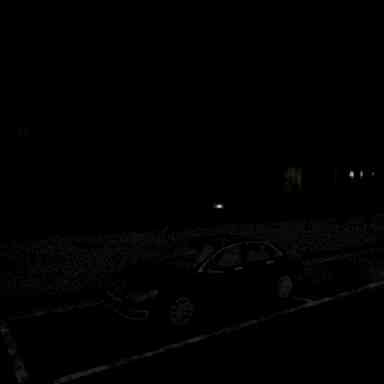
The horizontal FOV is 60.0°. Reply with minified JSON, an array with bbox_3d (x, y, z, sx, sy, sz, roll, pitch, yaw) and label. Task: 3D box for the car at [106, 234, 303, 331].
[{"bbox_3d":[0.455,1.596,6.854,4.403,1.369,2.008,1,0,-35],"label":"car"}]
